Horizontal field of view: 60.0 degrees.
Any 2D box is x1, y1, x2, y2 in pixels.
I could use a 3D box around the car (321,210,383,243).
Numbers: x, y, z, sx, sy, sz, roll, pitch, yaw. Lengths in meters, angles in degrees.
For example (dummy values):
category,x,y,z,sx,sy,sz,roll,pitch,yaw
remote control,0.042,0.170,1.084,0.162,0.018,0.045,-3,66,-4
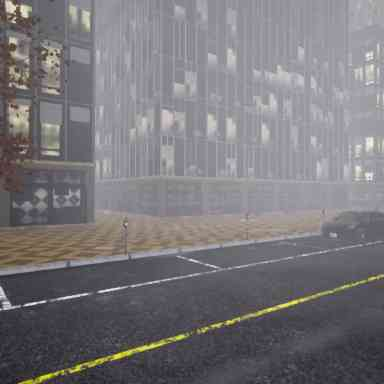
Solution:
category,x,y,z,sx,sy,sz,roll,pitch,yaw
car,8.140,1.563,16.226,4.313,1.339,1.947,0,0,-36
